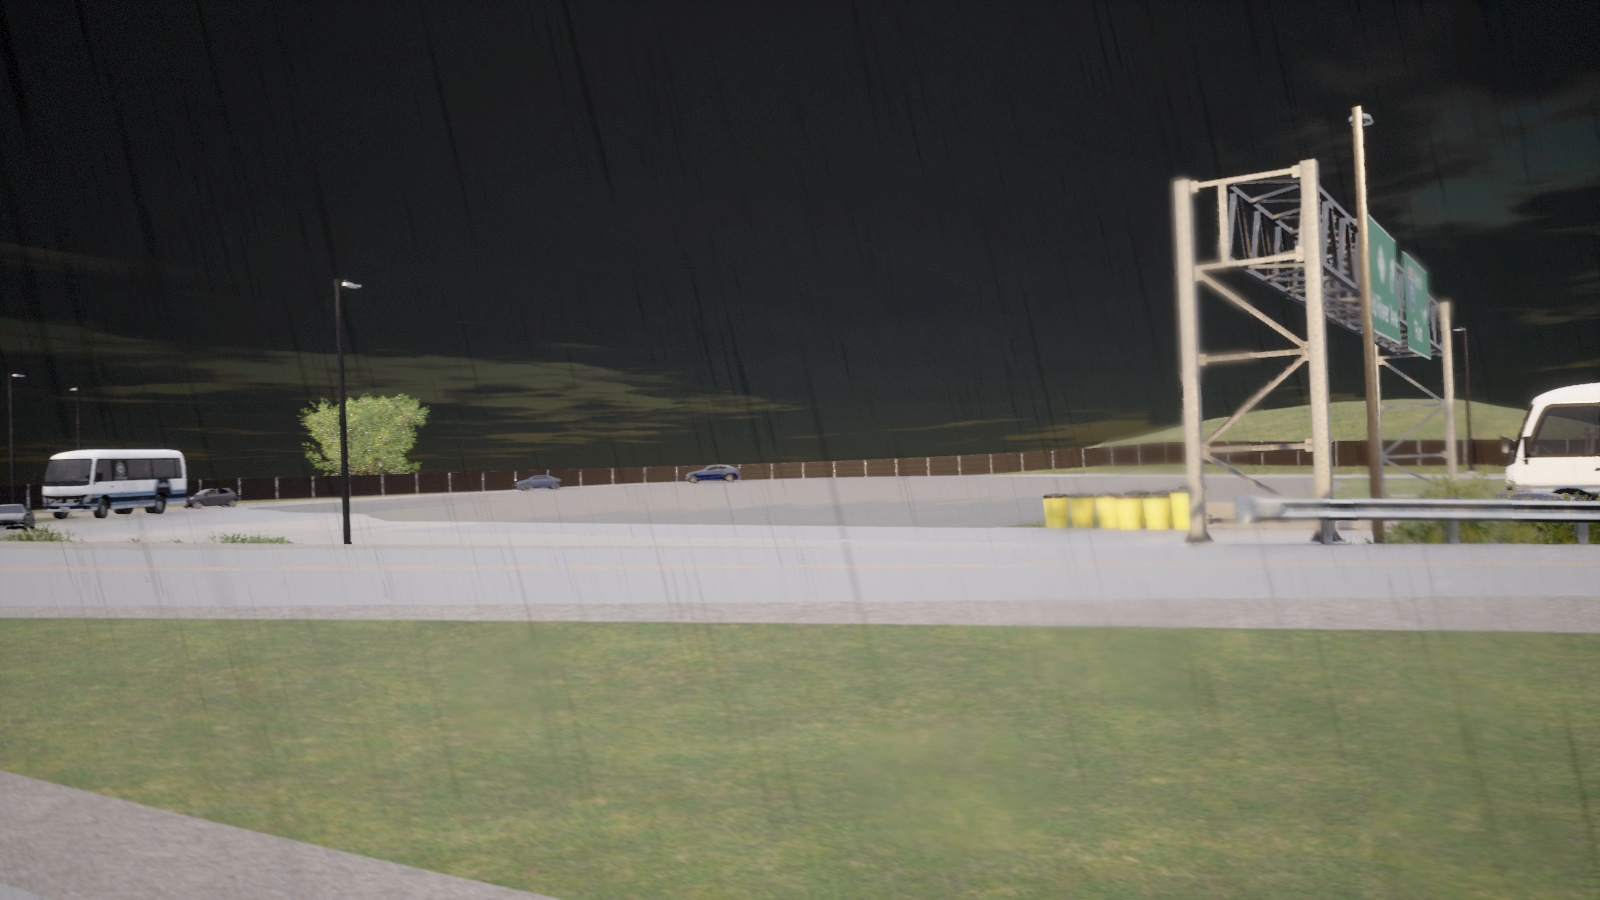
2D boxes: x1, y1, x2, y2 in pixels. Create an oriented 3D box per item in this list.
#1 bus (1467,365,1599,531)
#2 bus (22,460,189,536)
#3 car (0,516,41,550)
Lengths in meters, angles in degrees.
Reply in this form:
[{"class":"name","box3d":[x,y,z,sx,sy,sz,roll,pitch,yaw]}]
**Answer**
[{"class":"bus","box3d":[23.496,-0.168,32.832,10.273,4.253,3.944,-3,0,32]},{"class":"bus","box3d":[-43.699,2.891,79.648,3.944,4.253,10.273,-2,0,6]},{"class":"car","box3d":[-39.492,4.141,62.807,2.033,1.411,5.357,-4,1,-25]}]
